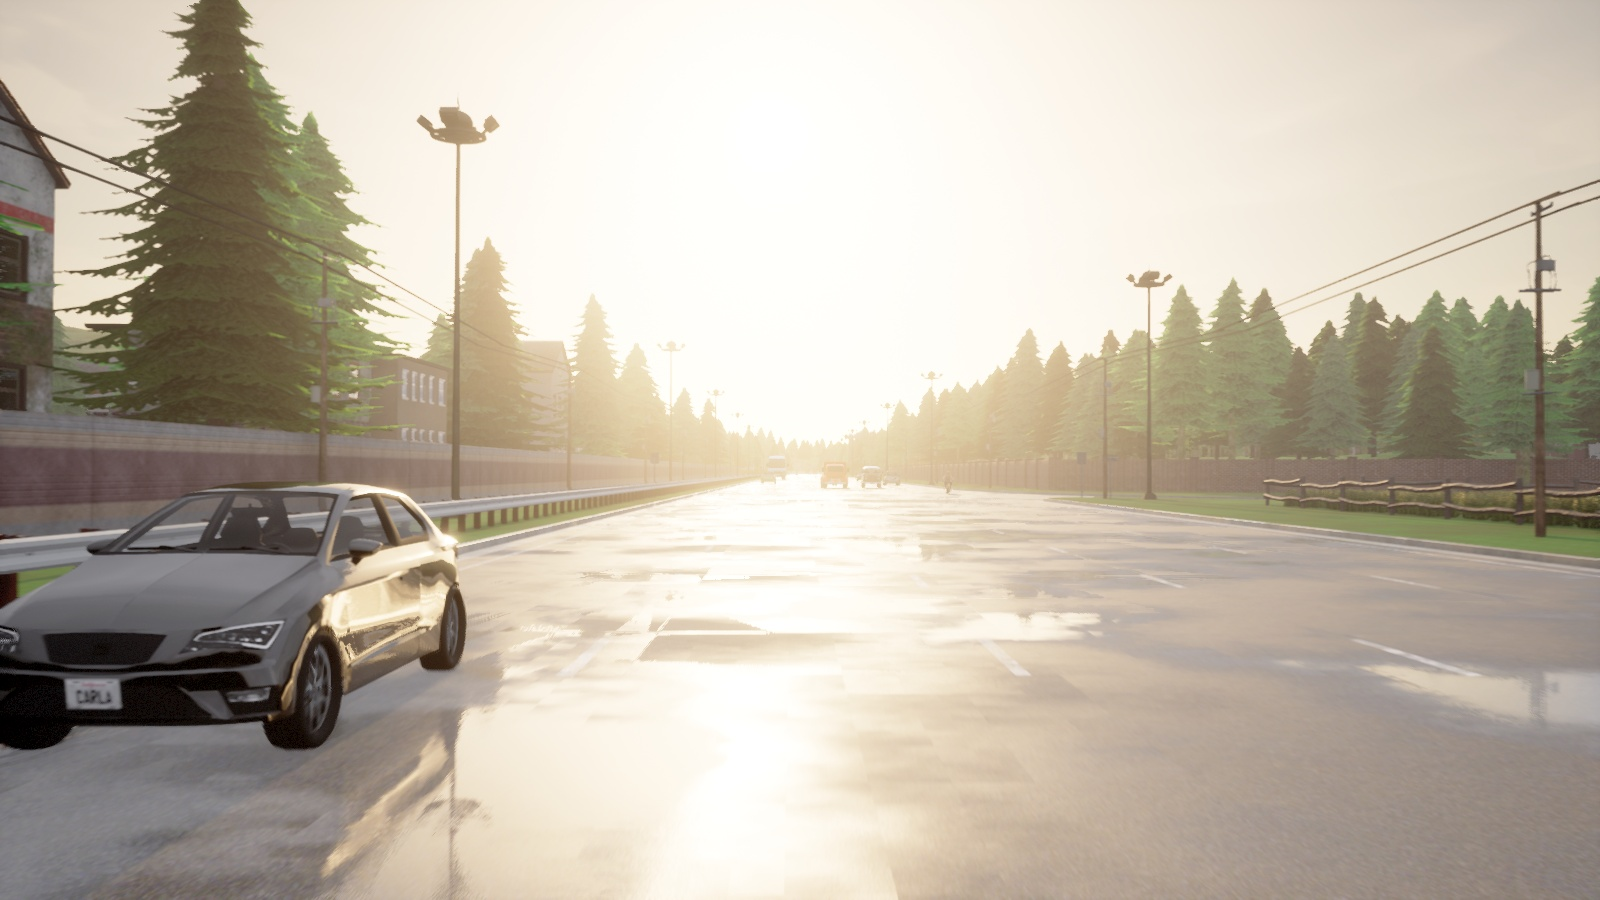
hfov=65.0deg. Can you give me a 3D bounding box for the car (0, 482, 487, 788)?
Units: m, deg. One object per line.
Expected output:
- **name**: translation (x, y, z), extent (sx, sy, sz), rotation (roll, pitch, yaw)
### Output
- **car**: translation (-3.521, 0.983, 8.396), extent (1.816, 1.474, 4.193), rotation (0, -1, 0)
